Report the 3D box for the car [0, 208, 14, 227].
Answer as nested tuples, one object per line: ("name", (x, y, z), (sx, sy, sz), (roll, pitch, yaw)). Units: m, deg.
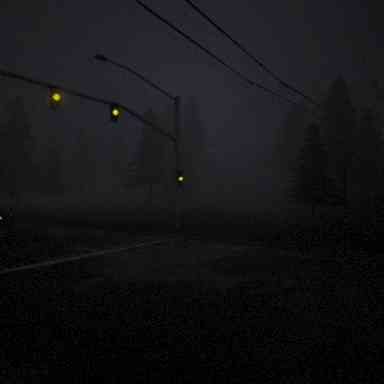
("car", (-13.904, 1.657, 22.510), (4.181, 1.385, 1.994), (0, 0, 36))
